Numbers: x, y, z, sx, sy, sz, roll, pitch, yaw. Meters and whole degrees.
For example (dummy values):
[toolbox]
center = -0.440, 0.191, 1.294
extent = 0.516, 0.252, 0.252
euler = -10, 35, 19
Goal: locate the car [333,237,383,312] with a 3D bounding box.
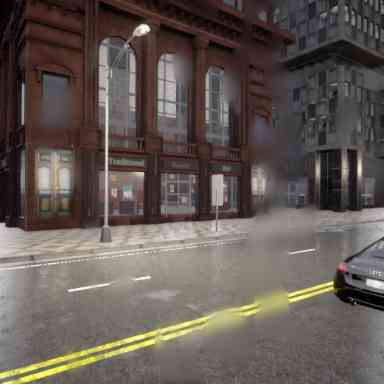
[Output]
[car]
center = 4.825, 1.561, 6.899
extent = 4.181, 1.385, 1.994
euler = 0, 0, -35
